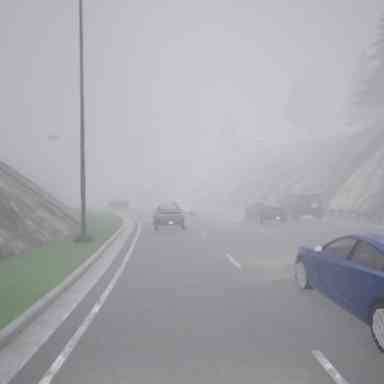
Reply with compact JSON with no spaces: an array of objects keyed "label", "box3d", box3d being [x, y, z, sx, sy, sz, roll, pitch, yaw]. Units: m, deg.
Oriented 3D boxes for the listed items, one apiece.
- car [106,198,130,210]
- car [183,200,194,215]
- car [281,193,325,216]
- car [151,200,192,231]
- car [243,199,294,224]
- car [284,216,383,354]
[{"label":"car","box3d":[-9.920,1.596,44.280,1.882,1.535,5.008,0,0,-31]},{"label":"car","box3d":[-1.172,1.536,33.531,1.812,1.442,4.674,0,0,-19]},{"label":"car","box3d":[8.298,1.114,26.564,2.150,2.045,5.566,0,0,-11]},{"label":"car","box3d":[-1.535,1.508,20.995,2.128,1.511,4.902,-1,0,-8]},{"label":"car","box3d":[5.152,1.437,23.890,1.837,1.490,4.892,0,0,-10]},{"label":"car","box3d":[3.461,1.434,5.956,1.882,1.535,5.008,0,0,-3]}]
